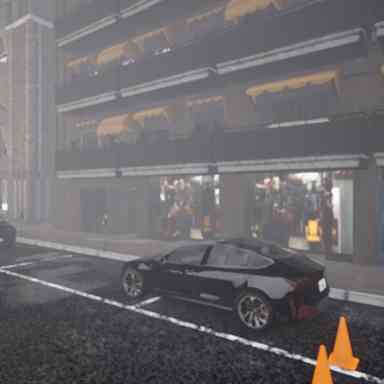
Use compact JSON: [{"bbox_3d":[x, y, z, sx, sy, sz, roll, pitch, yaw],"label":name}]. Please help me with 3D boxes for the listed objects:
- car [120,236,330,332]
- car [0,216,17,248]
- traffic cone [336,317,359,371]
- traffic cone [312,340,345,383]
[{"bbox_3d":[0.458,1.557,6.695,4.313,1.339,1.947,0,0,36],"label":"car"},{"bbox_3d":[-8.709,1.516,13.298,4.403,1.369,2.008,0,0,36],"label":"car"},{"bbox_3d":[1.991,1.953,4.400,0.340,0.580,0.340,0,0,36],"label":"traffic cone"},{"bbox_3d":[1.406,1.953,3.588,0.340,0.580,0.340,0,0,36],"label":"traffic cone"}]
